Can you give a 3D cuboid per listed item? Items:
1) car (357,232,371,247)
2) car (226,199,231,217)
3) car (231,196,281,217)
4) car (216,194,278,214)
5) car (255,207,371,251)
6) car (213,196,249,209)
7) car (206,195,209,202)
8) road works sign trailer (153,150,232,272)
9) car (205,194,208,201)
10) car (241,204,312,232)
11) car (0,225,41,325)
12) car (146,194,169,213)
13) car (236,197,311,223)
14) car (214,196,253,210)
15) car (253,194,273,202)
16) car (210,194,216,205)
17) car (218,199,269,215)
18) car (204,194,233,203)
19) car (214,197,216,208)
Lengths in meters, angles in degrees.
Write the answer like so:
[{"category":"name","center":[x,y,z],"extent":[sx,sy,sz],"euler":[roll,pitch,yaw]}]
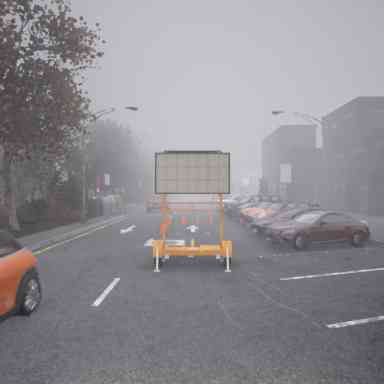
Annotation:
[{"category":"car","center":[5.318,1.487,5.036],"extent":[4.892,1.521,2.231],"euler":[1,0,-20]},{"category":"car","center":[5.391,1.537,26.045],"extent":[4.674,1.452,2.002],"euler":[1,0,-20]},{"category":"car","center":[5.411,1.368,23.049],"extent":[4.553,1.767,2.185],"euler":[1,0,-20]},{"category":"car","center":[5.401,1.250,29.024],"extent":[5.566,2.045,2.435],"euler":[1,0,-20]},{"category":"car","center":[5.338,1.527,14.036],"extent":[4.674,1.452,2.002],"euler":[1,0,-20]},{"category":"car","center":[5.486,1.422,47.056],"extent":[4.553,1.767,2.185],"euler":[1,0,-20]},{"category":"car","center":[5.554,1.581,56.075],"extent":[5.008,1.535,2.097],"euler":[1,0,-20]},{"category":"road works sign trailer","center":[0.019,0.464,10.771],"extent":[2.380,3.560,2.880],"euler":[0,0,0]},{"category":"car","center":[5.414,1.610,65.020],"extent":[5.366,1.575,1.946],"euler":[1,0,-20]},{"category":"car","center":[5.321,1.517,17.028],"extent":[4.792,1.488,2.163],"euler":[1,0,-20]},{"category":"car","center":[-3.944,1.352,4.451],"extent":[2.097,1.767,4.553],"euler":[0,0,0]},{"category":"car","center":[-3.847,1.256,37.722],"extent":[2.150,2.045,5.566],"euler":[0,0,0]},{"category":"car","center":[5.395,1.365,20.048],"extent":[4.553,1.767,2.185],"euler":[1,0,-20]},{"category":"car","center":[5.470,1.412,44.054],"extent":[4.553,1.767,2.185],"euler":[1,0,-20]},{"category":"car","center":[18.637,1.459,87.065],"extent":[2.435,2.045,5.566],"euler":[0,0,-21]},{"category":"car","center":[5.443,1.269,38.041],"extent":[5.566,2.045,2.435],"euler":[1,0,-20]},{"category":"car","center":[5.419,1.543,35.039],"extent":[4.792,1.488,2.163],"euler":[1,0,-20]},{"category":"car","center":[5.622,1.388,71.113],"extent":[5.566,2.045,2.435],"euler":[1,0,-20]},{"category":"car","center":[5.255,1.502,31.982],"extent":[5.366,1.575,1.946],"euler":[1,0,-20]}]
